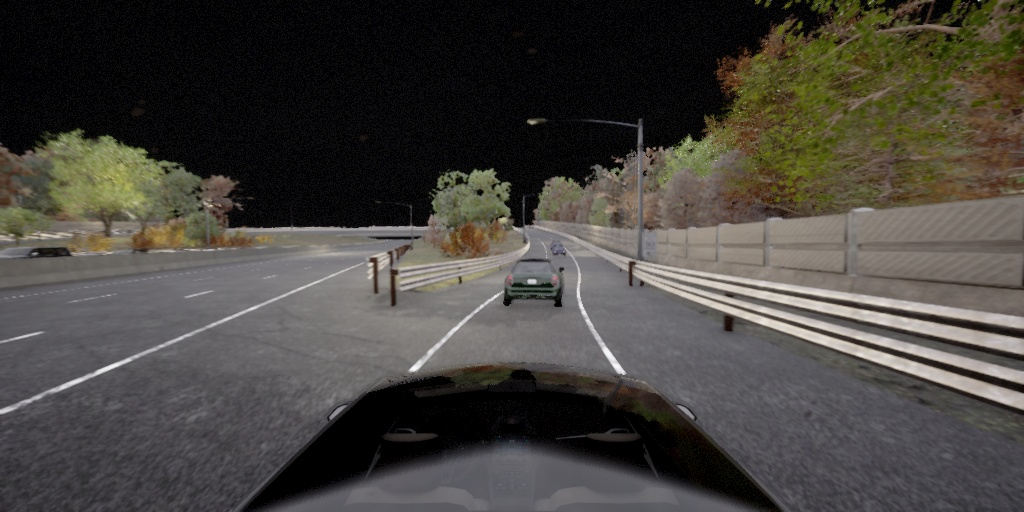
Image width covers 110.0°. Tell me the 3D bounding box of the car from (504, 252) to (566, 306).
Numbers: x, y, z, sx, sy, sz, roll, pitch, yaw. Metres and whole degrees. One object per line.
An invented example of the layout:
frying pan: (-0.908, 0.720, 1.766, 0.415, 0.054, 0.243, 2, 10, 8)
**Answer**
car: (1.018, 0.849, 14.467, 2.097, 1.767, 4.553, 0, 1, 9)

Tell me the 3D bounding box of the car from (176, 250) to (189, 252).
car: (-40.497, -0.014, 44.169, 1.994, 1.385, 4.181, -2, 3, -15)

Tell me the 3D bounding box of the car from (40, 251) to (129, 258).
car: (-32.334, 0.573, 27.326, 1.994, 1.385, 4.181, -2, 2, -15)

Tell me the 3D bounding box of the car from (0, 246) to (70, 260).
car: (-35.726, 0.324, 26.440, 2.150, 2.045, 5.566, -2, 2, -15)

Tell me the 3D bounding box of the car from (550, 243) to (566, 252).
car: (6.636, -0.709, 50.731, 1.895, 1.301, 4.718, -1, 5, 5)

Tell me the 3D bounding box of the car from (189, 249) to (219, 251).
car: (-36.843, -0.105, 44.005, 1.812, 1.442, 4.674, -2, 2, -15)

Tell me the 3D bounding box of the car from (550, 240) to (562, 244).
car: (7.513, -1.879, 60.682, 2.097, 1.767, 4.553, -1, 6, 3)

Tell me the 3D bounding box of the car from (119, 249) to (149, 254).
car: (-43.080, -0.020, 40.292, 2.097, 1.767, 4.553, -2, 3, -15)
